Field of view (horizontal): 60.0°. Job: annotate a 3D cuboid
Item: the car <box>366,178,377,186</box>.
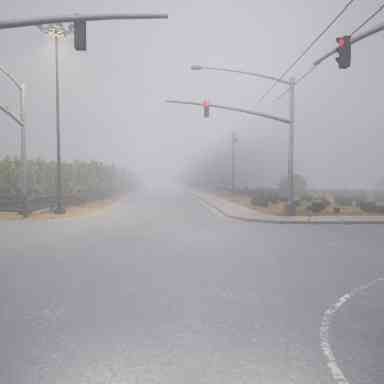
[{"bbox_3d":[42.091,-2.341,77.688,1.905,1.878,3.866,10,10,41],"label":"car"}]
